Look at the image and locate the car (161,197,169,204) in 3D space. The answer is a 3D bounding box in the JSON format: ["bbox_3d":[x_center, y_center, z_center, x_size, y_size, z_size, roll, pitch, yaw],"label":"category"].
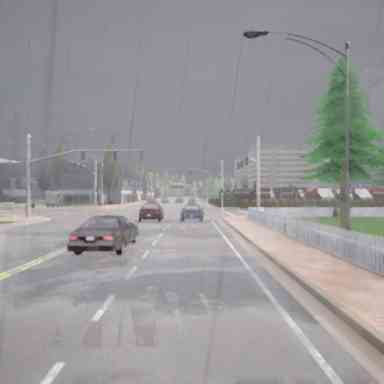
[{"bbox_3d":[-7.064,2.158,87.219,2.097,1.767,4.553,0,-1,0],"label":"car"}]

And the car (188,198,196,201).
[{"bbox_3d":[-0.065,2.318,89.048,2.128,1.511,4.902,0,-1,0],"label":"car"}]

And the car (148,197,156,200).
[{"bbox_3d":[-10.564,2.158,87.217,2.097,1.767,4.553,0,-1,0],"label":"car"}]

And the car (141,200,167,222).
[{"bbox_3d":[-3.563,1.750,29.457,1.882,1.535,5.008,0,0,-2],"label":"car"}]

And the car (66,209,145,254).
[{"bbox_3d":[-3.509,1.677,13.979,2.033,1.411,5.357,0,0,0],"label":"car"}]

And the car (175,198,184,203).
[{"bbox_3d":[-3.565,2.332,89.046,2.033,1.411,5.357,0,-1,0],"label":"car"}]

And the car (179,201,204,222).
[{"bbox_3d":[0.047,1.797,29.356,1.812,1.442,4.674,0,0,3],"label":"car"}]
